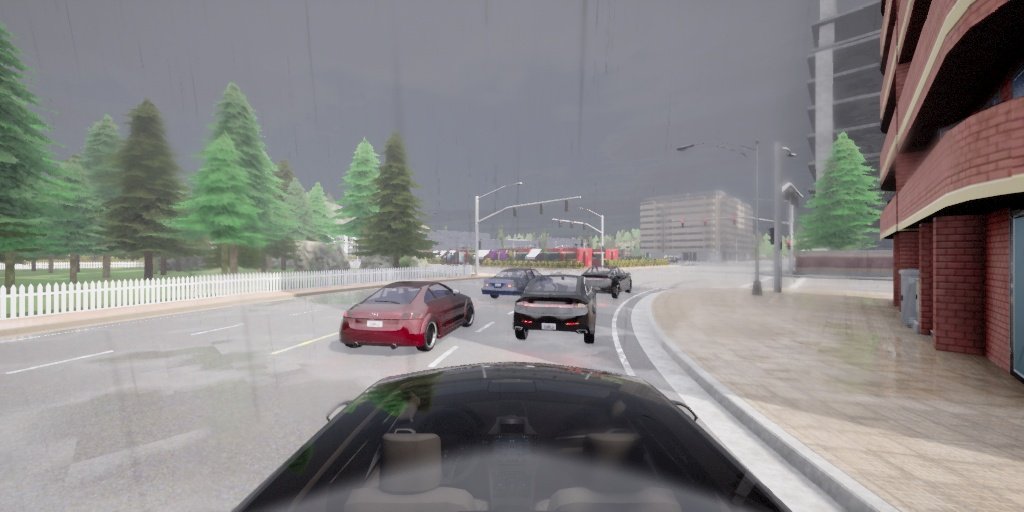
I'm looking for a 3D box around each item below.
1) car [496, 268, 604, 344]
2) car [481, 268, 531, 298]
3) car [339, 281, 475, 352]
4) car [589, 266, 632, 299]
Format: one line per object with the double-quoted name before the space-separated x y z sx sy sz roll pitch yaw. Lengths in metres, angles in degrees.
"car" 1.343 1.242 9.758 2.128 1.511 4.902 0 0 14
"car" 0.461 1.297 17.805 2.033 1.411 5.357 0 0 25
"car" -2.367 1.314 9.086 1.994 1.385 4.181 0 0 10
"car" 4.834 1.236 18.319 2.128 1.511 4.902 1 1 29
